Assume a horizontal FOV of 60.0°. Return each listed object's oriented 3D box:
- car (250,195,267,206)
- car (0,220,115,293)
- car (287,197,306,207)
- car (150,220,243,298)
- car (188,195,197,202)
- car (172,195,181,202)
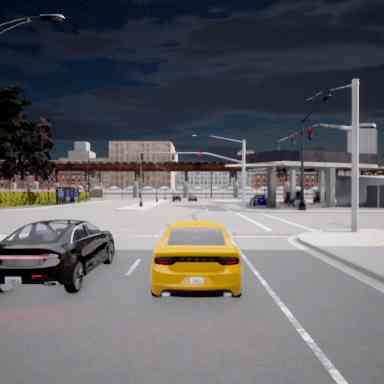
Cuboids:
[{"bbox_3d":[9.818,1.252,48.849,2.242,1.667,4.611,0,0,0],"label":"car"},{"bbox_3d":[-3.398,1.474,8.793,2.128,1.511,4.902,0,0,0],"label":"car"},{"bbox_3d":[15.564,1.424,49.599,1.970,1.475,3.806,0,0,0],"label":"car"},{"bbox_3d":[0.101,1.468,8.577,1.882,1.535,5.008,0,0,0],"label":"car"},{"bbox_3d":[0.161,1.444,73.545,1.994,1.385,4.181,0,0,0],"label":"car"},{"bbox_3d":[-3.339,1.384,73.552,1.837,1.490,4.892,0,0,0],"label":"car"}]
